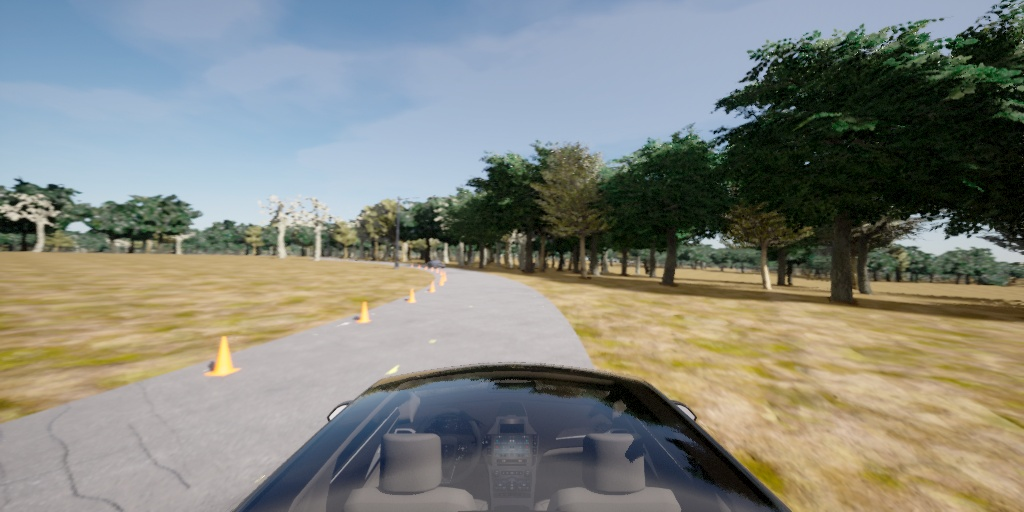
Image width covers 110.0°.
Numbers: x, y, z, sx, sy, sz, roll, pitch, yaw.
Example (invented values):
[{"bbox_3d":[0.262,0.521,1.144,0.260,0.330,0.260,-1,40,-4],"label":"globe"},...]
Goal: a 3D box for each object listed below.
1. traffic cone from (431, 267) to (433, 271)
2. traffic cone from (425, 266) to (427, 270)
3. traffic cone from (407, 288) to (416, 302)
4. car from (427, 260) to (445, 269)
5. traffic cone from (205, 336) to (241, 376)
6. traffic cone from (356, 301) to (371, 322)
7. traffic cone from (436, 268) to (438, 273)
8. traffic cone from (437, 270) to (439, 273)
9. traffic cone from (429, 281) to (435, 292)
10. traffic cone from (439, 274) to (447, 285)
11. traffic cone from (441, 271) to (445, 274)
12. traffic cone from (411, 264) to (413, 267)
[{"bbox_3d":[-10.865,1.757,48.824,0.340,0.580,0.340,0,0,-22],"label":"traffic cone"},{"bbox_3d":[-12.764,1.724,53.296,0.340,0.580,0.340,0,0,-25],"label":"traffic cone"},{"bbox_3d":[-4.368,1.700,15.627,0.340,0.580,0.340,0,0,-1],"label":"traffic cone"},{"bbox_3d":[-12.162,1.347,57.073,2.033,1.411,5.357,2,0,-26],"label":"car"},{"bbox_3d":[-4.766,1.624,5.920,0.340,0.580,0.340,0,0,5],"label":"traffic cone"},{"bbox_3d":[-4.440,1.663,10.768,0.340,0.580,0.340,0,0,2],"label":"traffic cone"},{"bbox_3d":[-9.201,1.779,44.259,0.340,0.580,0.340,0,0,-19],"label":"traffic cone"},{"bbox_3d":[-7.778,1.789,39.613,0.340,0.580,0.340,0,0,-16],"label":"traffic cone"},{"bbox_3d":[-4.547,1.731,20.482,0.340,0.580,0.340,0,0,-4],"label":"traffic cone"},{"bbox_3d":[-4.981,1.756,25.321,0.340,0.580,0.340,0,0,-7],"label":"traffic cone"},{"bbox_3d":[-5.664,1.775,30.131,0.340,0.580,0.340,0,0,-10],"label":"traffic cone"},{"bbox_3d":[-17.247,1.622,61.915,0.340,0.580,0.340,0,0,-30],"label":"traffic cone"}]
